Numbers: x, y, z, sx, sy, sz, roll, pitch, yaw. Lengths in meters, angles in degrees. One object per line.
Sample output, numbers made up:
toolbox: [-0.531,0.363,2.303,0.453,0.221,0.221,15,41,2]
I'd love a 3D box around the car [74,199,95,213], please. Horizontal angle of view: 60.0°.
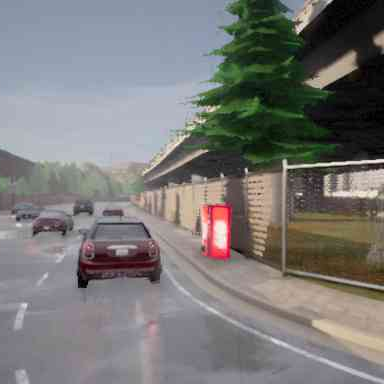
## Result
car: [-13.380,1.866,41.198,2.150,2.045,5.566,1,-1,-13]

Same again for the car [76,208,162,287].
car: [-2.334,1.534,10.202,2.097,1.767,4.553,1,-1,-17]

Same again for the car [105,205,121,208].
car: [-7.713,2.031,32.424,1.882,1.535,5.008,1,-1,-13]

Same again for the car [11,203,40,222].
car: [-14.636,1.969,30.434,1.994,1.385,4.181,1,-1,-13]

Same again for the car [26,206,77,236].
car: [-8.484,1.821,20.439,1.812,1.442,4.674,1,-1,-13]

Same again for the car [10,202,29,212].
car: [-20.637,2.026,40.710,1.837,1.490,4.892,1,-1,-13]

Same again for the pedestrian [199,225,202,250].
pedestrian: [0.637,1.438,13.417,0.375,1.860,0.375,1,-1,-13]

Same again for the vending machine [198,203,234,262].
vending machine: [0.897,1.475,12.509,1.100,2.100,0.880,1,-1,-13]
